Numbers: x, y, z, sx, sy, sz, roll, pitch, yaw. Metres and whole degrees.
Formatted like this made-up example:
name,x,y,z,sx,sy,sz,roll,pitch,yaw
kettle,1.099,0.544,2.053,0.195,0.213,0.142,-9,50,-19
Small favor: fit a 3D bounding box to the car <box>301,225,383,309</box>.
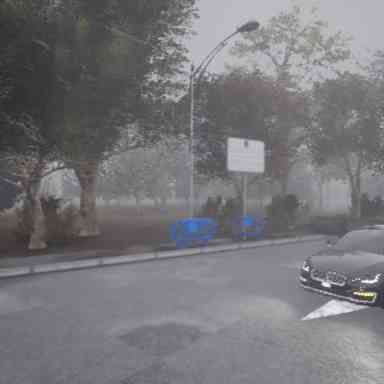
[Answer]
name,x,y,z,sx,sy,sz,roll,pitch,yaw
car,4.621,1.581,7.928,4.892,1.490,1.837,0,0,-35
